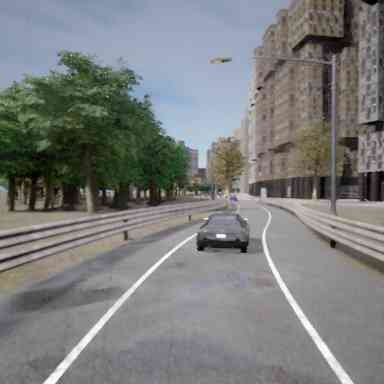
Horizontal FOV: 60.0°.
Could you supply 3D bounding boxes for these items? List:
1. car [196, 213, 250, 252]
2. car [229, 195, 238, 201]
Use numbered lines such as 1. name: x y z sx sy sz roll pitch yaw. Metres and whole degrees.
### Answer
1. car: 1.417 1.573 14.074 1.994 1.385 4.181 0 0 10
2. car: 9.591 1.479 79.107 1.812 1.442 4.674 0 0 -5
